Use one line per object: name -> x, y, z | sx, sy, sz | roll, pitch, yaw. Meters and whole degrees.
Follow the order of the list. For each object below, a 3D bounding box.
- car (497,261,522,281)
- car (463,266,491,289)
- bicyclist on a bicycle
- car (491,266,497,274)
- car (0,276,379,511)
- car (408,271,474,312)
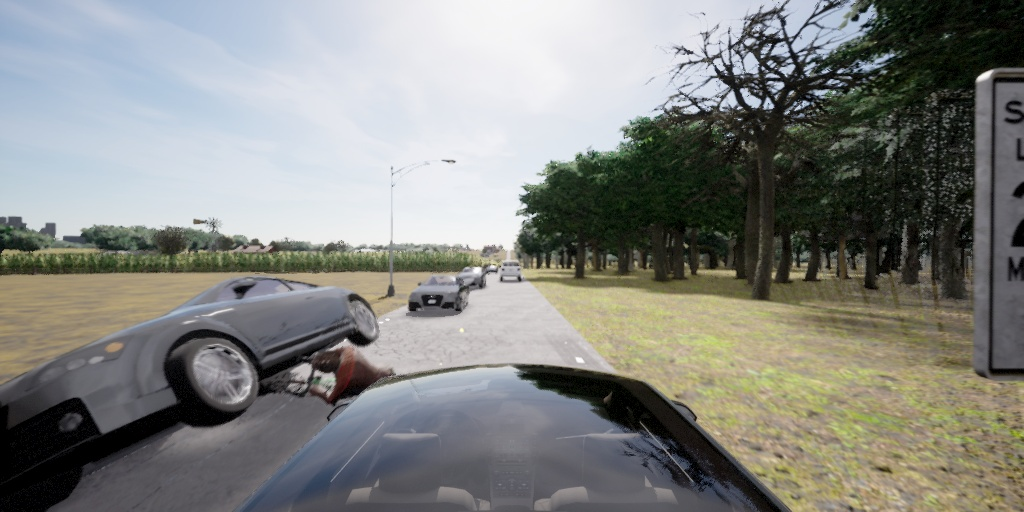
car -> -0.145, 1.512, 37.550 | 2.150, 2.045, 5.566 | 0, -1, -1
car -> -2.980, 1.618, 27.321 | 2.128, 1.511, 4.902 | 0, -1, 0
bicyclist on a bicycle -> -1.852, 1.398, 3.971 | 1.656, 0.582, 1.620 | 12, -36, -18
car -> -3.216, 2.204, 57.269 | 1.994, 1.385, 4.181 | 0, -1, 0
car -> -3.300, 1.082, 4.105 | 1.994, 1.385, 4.181 | -30, -1, 2
car -> -2.932, 1.505, 15.085 | 1.994, 1.385, 4.181 | 0, -1, -1
